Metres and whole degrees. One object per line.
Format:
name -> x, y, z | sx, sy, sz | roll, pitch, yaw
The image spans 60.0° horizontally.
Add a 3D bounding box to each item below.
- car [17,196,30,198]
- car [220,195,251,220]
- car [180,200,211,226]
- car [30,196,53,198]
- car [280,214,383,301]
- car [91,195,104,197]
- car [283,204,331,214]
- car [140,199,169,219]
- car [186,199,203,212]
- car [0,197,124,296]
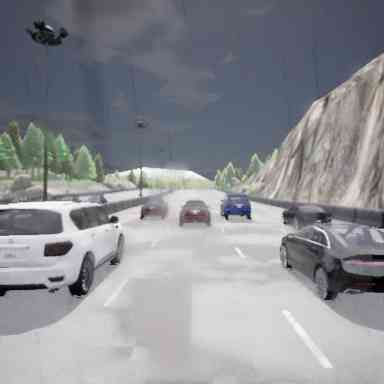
car -> -24.292, 1.368, 47.895 | 2.128, 1.511, 4.902 | 0, 1, 1
car -> 3.746, 1.247, 28.969 | 2.150, 2.045, 5.566 | 0, 0, 0
car -> 0.221, 1.397, 24.031 | 2.097, 1.767, 4.553 | 0, 0, 0
car -> -20.792, 1.383, 47.873 | 1.837, 1.490, 4.892 | 0, 0, 1
car -> 3.641, 1.531, 8.409 | 2.128, 1.511, 4.902 | 0, 0, 0
car -> -13.792, 1.227, 47.978 | 2.097, 1.767, 4.553 | 0, 1, 1
car -> 7.207, 1.526, 21.306 | 1.882, 1.535, 5.008 | 0, 0, 0
car -> -3.250, 1.373, 29.633 | 2.097, 1.767, 4.553 | 0, 0, 0
car -> 0.301, 1.559, 39.601 | 1.895, 1.301, 4.718 | 0, 0, 0
car -> -3.357, 1.263, 8.869 | 2.150, 2.045, 5.566 | 0, 0, 0
